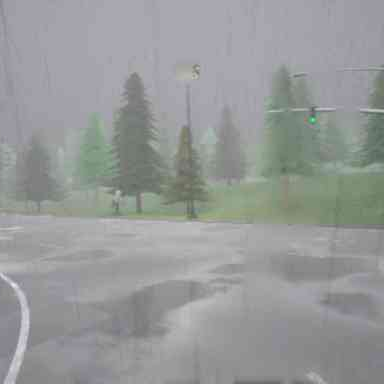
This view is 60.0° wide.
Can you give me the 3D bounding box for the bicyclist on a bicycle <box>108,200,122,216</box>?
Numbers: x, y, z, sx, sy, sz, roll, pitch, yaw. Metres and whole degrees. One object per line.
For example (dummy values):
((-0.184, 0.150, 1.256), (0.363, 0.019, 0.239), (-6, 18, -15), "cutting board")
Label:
((-7.671, 1.587, 33.096), (0.582, 1.620, 1.656), (-2, 0, 40), "bicyclist on a bicycle")
